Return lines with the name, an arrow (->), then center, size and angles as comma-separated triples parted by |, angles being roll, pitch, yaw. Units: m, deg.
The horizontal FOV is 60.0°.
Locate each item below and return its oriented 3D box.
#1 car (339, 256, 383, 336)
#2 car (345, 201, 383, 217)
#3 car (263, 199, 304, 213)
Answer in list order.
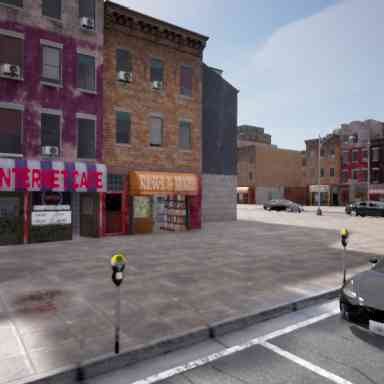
car -> 4.455, 1.574, 5.968 | 4.313, 1.339, 1.947 | 0, 0, -35
car -> 15.908, 1.569, 28.991 | 1.837, 1.490, 4.892 | 1, 0, -35
car -> 10.141, 1.576, 37.134 | 2.128, 1.511, 4.902 | 1, 0, -35
